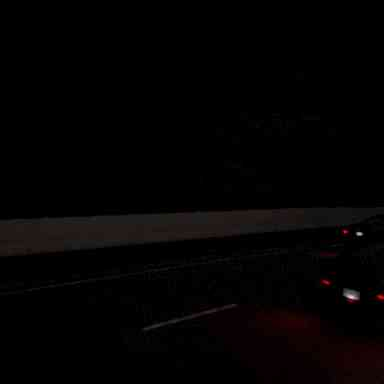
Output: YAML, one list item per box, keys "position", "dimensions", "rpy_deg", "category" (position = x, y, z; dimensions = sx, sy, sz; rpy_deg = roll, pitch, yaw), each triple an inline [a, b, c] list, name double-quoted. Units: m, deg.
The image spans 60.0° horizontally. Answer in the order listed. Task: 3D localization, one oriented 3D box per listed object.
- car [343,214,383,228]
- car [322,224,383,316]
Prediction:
- position: [8.260, 1.566, 13.072]
  dimensions: [5.357, 1.411, 2.033]
  rpy_deg: [0, 0, -26]
  category: "car"
- position: [4.597, 1.536, 6.782]
  dimensions: [4.674, 1.442, 1.812]
  rpy_deg: [0, 0, -33]
  category: "car"
